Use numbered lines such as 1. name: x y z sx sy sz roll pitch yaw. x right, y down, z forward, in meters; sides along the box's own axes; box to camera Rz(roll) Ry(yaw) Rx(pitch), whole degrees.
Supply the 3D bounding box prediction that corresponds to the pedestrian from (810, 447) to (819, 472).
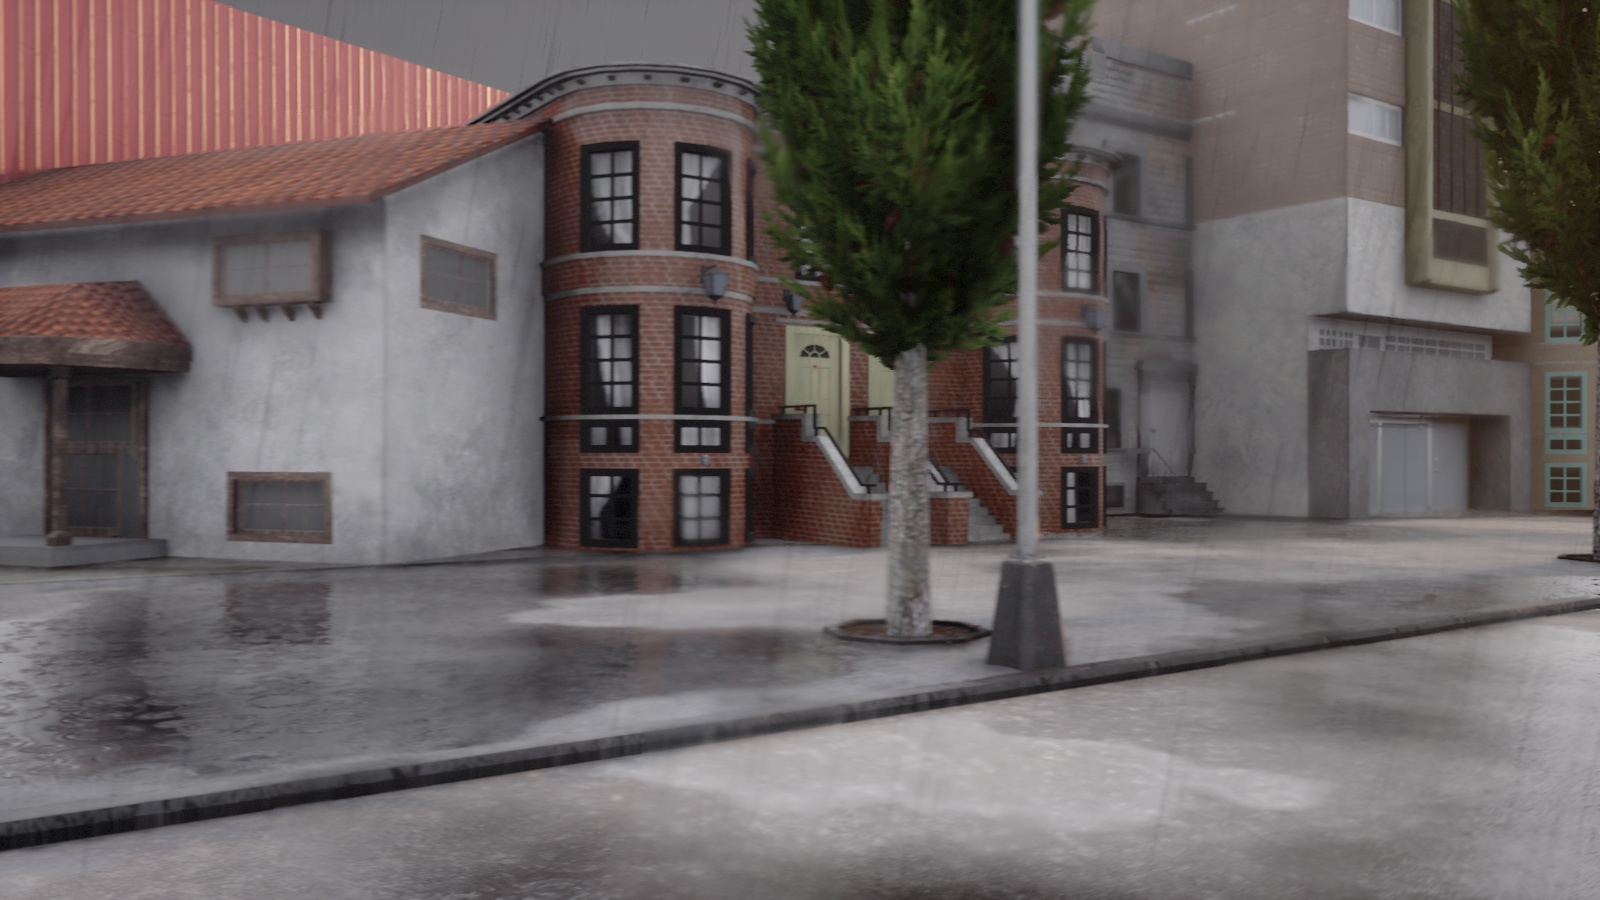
1. pedestrian: 1.071 0.678 92.969 0.354 1.836 0.706 0 0 -37
